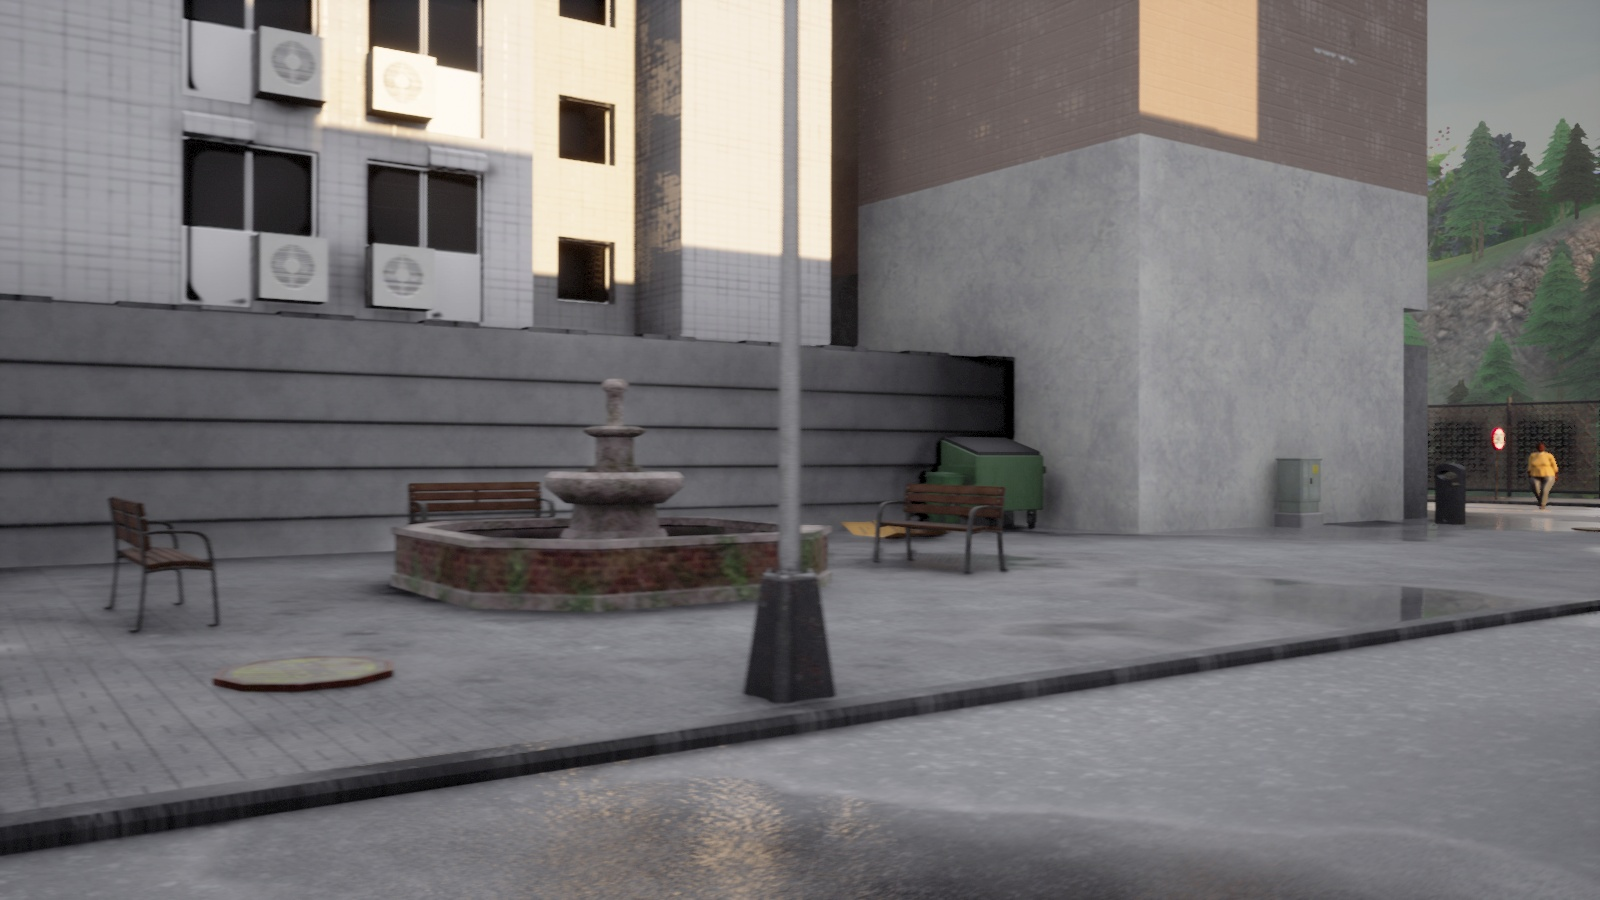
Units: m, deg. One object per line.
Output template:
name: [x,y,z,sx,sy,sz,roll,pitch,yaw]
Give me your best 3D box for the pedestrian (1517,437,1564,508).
pedestrian: [19.585,0.587,33.208,0.874,1.855,0.900,0,0,43]
